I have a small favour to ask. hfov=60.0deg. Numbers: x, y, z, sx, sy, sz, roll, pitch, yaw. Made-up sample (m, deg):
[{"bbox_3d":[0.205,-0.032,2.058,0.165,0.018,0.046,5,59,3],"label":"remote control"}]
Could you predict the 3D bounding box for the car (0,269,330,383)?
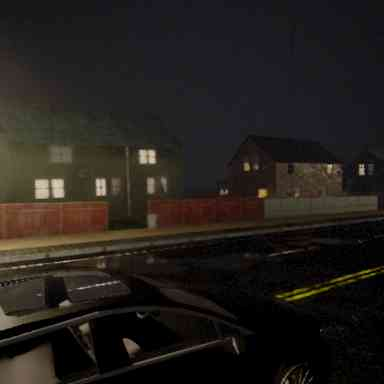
[{"bbox_3d":[-0.769,1.485,2.891,4.902,1.511,2.128,0,0,-36],"label":"car"}]
